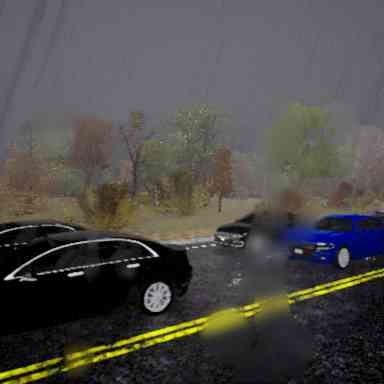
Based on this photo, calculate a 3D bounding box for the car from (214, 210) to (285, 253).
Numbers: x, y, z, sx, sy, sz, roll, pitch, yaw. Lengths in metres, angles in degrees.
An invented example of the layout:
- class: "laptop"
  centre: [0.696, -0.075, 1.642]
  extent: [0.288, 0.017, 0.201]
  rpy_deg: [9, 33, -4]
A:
- class: "car"
  centre: [3.131, 1.530, 13.899]
  extent: [4.892, 1.490, 1.837]
  rpy_deg: [0, 0, -35]

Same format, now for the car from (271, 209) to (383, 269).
- class: "car"
  centre: [5.216, 1.504, 11.396]
  extent: [5.008, 1.535, 1.882]
  rpy_deg: [0, 0, -36]

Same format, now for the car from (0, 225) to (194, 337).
- class: "car"
  centre: [-2.272, 1.508, 6.017]
  extent: [4.892, 1.490, 1.837]
  rpy_deg: [0, 0, -33]

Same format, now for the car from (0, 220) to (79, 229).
- class: "car"
  centre: [-4.454, 1.507, 8.486]
  extent: [4.892, 1.490, 1.837]
  rpy_deg: [0, 0, -35]
